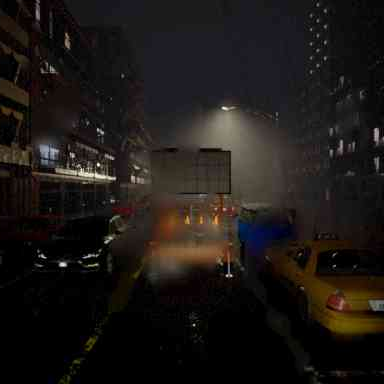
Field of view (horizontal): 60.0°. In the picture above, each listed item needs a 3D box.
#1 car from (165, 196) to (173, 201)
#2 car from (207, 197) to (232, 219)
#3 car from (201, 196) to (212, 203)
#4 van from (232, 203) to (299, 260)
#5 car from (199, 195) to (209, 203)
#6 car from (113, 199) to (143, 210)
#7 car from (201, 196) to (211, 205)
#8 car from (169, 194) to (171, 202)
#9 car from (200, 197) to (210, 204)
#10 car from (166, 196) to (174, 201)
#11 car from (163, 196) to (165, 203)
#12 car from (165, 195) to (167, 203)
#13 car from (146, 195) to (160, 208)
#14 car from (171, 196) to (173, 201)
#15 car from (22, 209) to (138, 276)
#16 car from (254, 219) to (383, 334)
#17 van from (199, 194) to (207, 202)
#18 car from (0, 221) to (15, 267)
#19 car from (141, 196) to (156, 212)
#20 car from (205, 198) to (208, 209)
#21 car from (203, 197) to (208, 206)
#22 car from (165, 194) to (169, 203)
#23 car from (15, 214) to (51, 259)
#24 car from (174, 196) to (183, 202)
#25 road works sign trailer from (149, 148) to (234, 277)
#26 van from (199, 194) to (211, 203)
[{"bbox_3d":[-5.834,1.673,84.070,1.802,1.307,4.206,0,0,0],"label":"car"},{"bbox_3d":[2.637,1.453,28.817,1.967,1.590,4.097,0,0,0],"label":"car"},{"bbox_3d":[2.610,1.611,45.397,1.802,1.307,4.206,0,0,0],"label":"car"},{"bbox_3d":[2.664,1.343,12.237,1.690,1.788,3.998,0,0,0],"label":"van"},{"bbox_3d":[2.563,1.509,73.030,1.967,1.590,4.097,0,0,0],"label":"car"},{"bbox_3d":[-5.743,1.557,28.804,1.887,1.381,4.507,0,0,0],"label":"car"},{"bbox_3d":[2.582,1.576,62.146,1.752,1.417,4.829,0,0,0],"label":"car"},{"bbox_3d":[-5.807,1.625,67.490,1.947,1.339,4.313,0,0,0],"label":"car"},{"bbox_3d":[2.574,1.625,67.504,1.947,1.339,4.313,0,0,0],"label":"car"},{"bbox_3d":[-5.843,1.684,89.596,1.802,1.307,4.206,0,0,0],"label":"car"},{"bbox_3d":[-5.779,1.586,50.911,2.008,1.369,4.403,0,0,0],"label":"car"},{"bbox_3d":[-5.788,1.593,56.438,2.008,1.369,4.403,0,0,0],"label":"car"},{"bbox_3d":[-5.772,1.344,45.384,2.192,1.841,5.009,0,0,0],"label":"car"},{"bbox_3d":[-5.816,1.614,73.017,1.887,1.381,4.507,0,0,0],"label":"car"},{"bbox_3d":[-3.118,1.506,10.452,1.837,1.490,4.892,0,0,0],"label":"car"},{"bbox_3d":[2.674,1.526,6.881,1.752,1.417,4.829,0,0,0],"label":"car"},{"bbox_3d":[2.553,1.421,78.558,1.690,1.788,3.998,0,0,0],"label":"van"},{"bbox_3d":[-5.705,1.526,6.528,1.752,1.417,4.829,0,0,0],"label":"car"},{"bbox_3d":[-5.761,1.548,39.688,1.752,1.417,4.829,0,0,0],"label":"car"},{"bbox_3d":[2.628,1.543,34.514,1.752,1.417,4.829,0,0,0],"label":"car"},{"bbox_3d":[2.619,1.605,39.871,1.802,1.307,4.206,0,0,0],"label":"car"},{"bbox_3d":[-5.798,1.490,61.963,1.967,1.590,4.097,0,0,0],"label":"car"},{"bbox_3d":[-5.715,1.547,12.223,1.887,1.381,4.507,0,0,0],"label":"car"},{"bbox_3d":[-3.133,1.611,81.390,1.812,1.442,4.674,0,0,0],"label":"car"},{"bbox_3d":[-0.018,0.466,10.231,2.380,3.560,2.880,0,0,0],"label":"road works sign trailer"},{"bbox_3d":[2.591,1.384,56.451,1.690,1.788,3.998,0,0,0],"label":"van"}]
